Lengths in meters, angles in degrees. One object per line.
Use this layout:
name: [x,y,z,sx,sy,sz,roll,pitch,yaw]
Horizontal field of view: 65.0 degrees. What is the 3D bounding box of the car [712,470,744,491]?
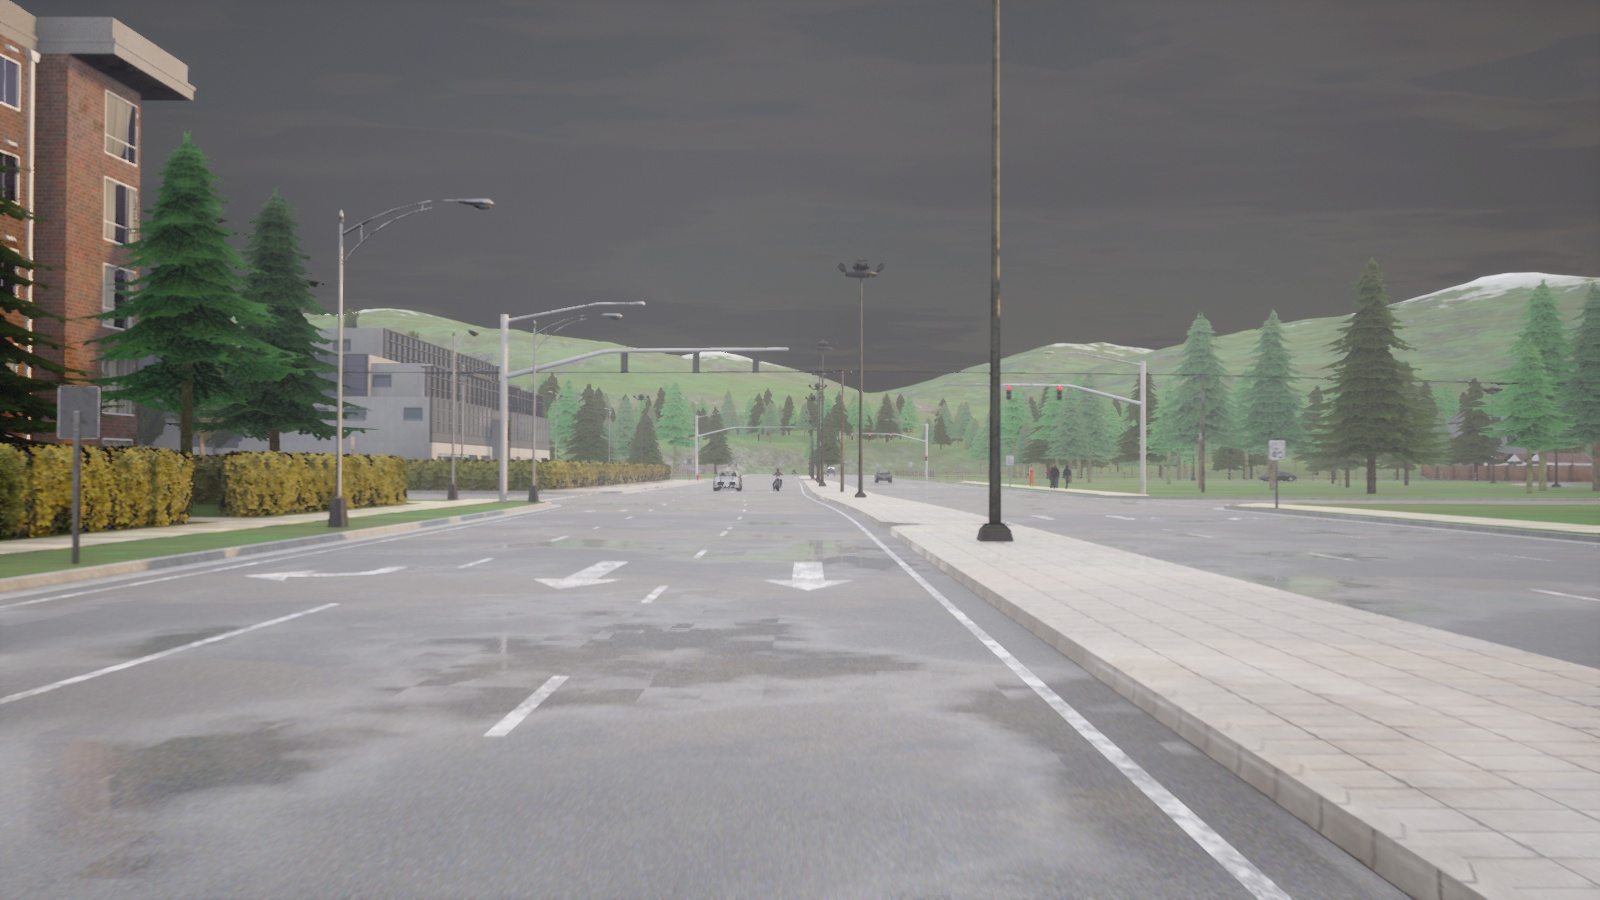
car: [-5.034,2.128,88.296,1.970,1.475,3.806,0,-1,0]
